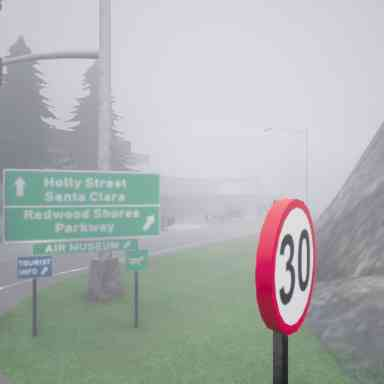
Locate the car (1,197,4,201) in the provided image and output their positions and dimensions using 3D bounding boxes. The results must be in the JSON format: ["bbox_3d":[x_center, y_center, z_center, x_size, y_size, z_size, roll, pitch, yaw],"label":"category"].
[{"bbox_3d":[-12.297,1.505,26.109,1.905,1.878,3.866,0,0,35],"label":"car"}]

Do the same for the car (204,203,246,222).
[{"bbox_3d":[2.871,1.683,28.321,2.128,1.511,4.902,0,0,36],"label":"car"}]

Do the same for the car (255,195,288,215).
[{"bbox_3d":[8.995,1.413,36.662,2.150,2.045,5.566,0,0,36],"label":"car"}]

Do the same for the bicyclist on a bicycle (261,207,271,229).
[{"bbox_3d":[4.641,1.643,18.728,1.656,1.620,0.582,0,0,36],"label":"bicyclist on a bicycle"}]

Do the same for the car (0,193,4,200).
[{"bbox_3d":[-38.345,1.489,70.143,4.514,1.523,2.007,0,0,35],"label":"car"}]

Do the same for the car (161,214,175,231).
[{"bbox_3d":[-3.176,1.792,20.067,1.895,1.301,4.718,0,0,36],"label":"car"}]
